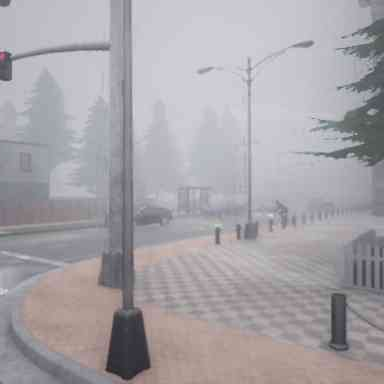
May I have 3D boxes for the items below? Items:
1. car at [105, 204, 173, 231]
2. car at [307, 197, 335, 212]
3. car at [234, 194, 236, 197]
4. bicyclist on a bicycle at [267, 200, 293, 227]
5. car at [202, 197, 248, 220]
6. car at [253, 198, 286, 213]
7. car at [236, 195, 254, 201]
[{"bbox_3d":[-3.292,1.539,21.276,2.128,1.511,4.902,0,0,37],"label":"car"},{"bbox_3d":[15.561,1.383,39.989,2.097,1.767,4.553,0,0,37],"label":"car"},{"bbox_3d":[10.623,1.305,79.172,1.905,1.878,3.866,0,0,36],"label":"car"},{"bbox_3d":[5.314,1.317,20.238,1.656,1.620,0.582,-1,0,37],"label":"bicyclist on a bicycle"},{"bbox_3d":[2.830,1.525,29.332,1.882,1.535,5.008,0,0,37],"label":"car"},{"bbox_3d":[9.039,1.572,37.465,1.812,1.442,4.674,0,0,37],"label":"car"},{"bbox_3d":[12.888,1.293,78.013,1.932,1.855,4.605,0,0,36],"label":"car"}]
